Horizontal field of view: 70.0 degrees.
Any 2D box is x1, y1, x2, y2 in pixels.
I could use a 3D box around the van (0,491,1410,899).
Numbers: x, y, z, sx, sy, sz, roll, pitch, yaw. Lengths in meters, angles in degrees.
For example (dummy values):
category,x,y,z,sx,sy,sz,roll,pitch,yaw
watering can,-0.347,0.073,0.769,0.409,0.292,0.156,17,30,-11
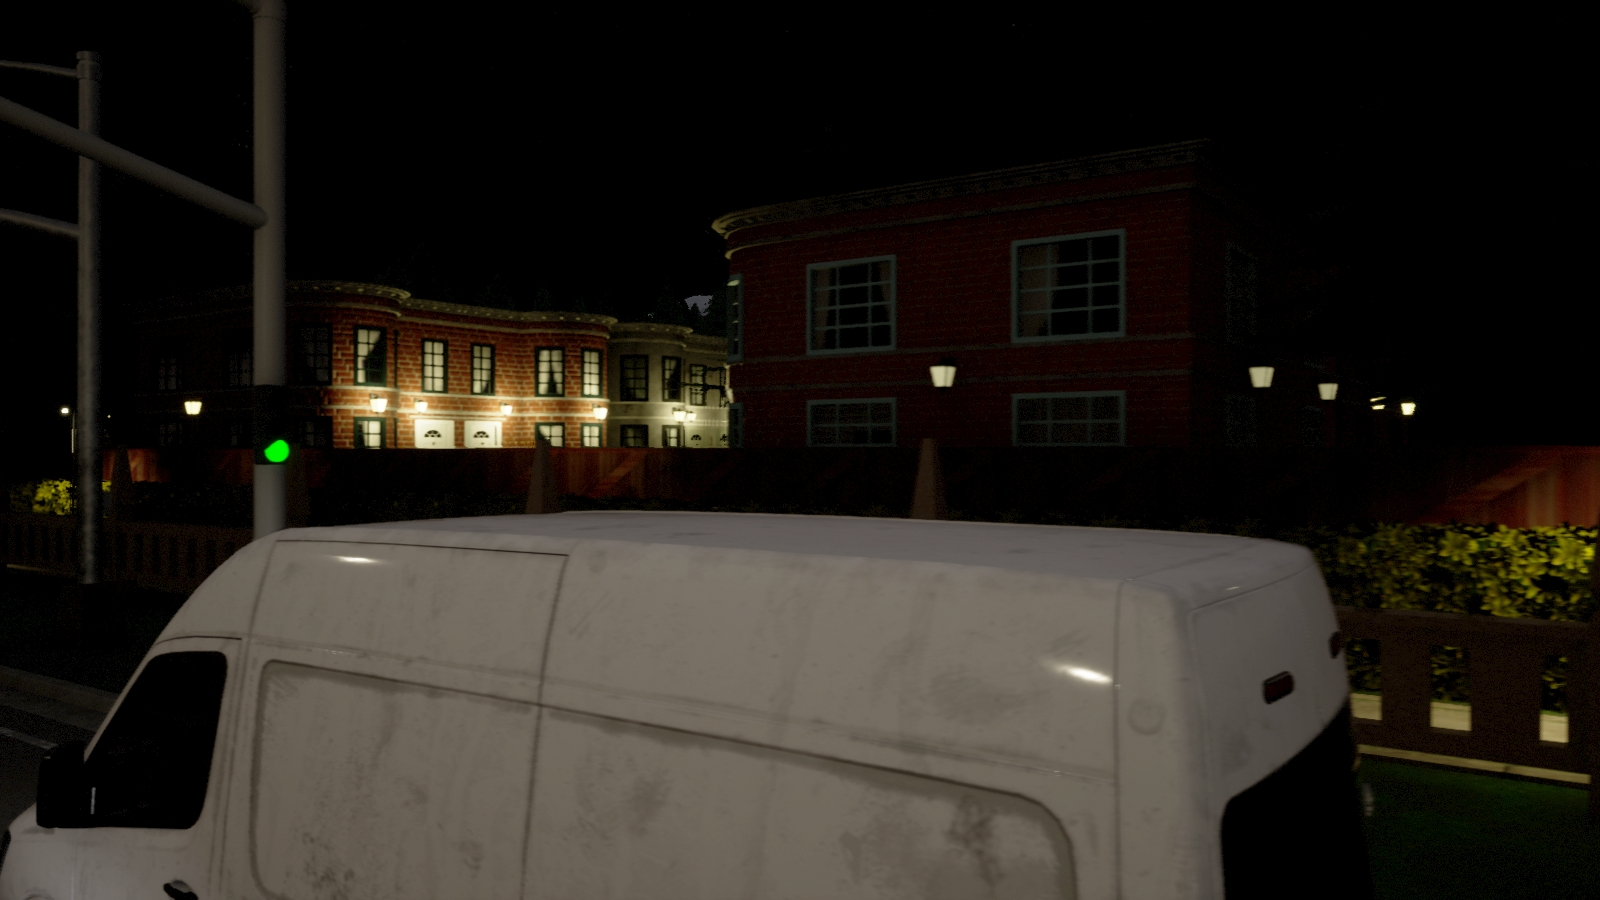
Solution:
category,x,y,z,sx,sy,sz,roll,pitch,yaw
van,-1.061,1.537,4.502,5.915,2.561,1.988,0,0,35
